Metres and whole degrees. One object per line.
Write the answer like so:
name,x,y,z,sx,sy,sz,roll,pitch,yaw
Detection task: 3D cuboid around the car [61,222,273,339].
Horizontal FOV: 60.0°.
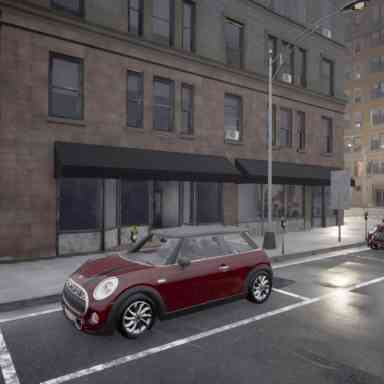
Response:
car,-0.351,1.441,6.513,4.097,1.590,1.967,0,0,-36

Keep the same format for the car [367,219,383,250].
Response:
car,8.581,1.445,12.910,4.097,1.590,1.967,0,0,-36
